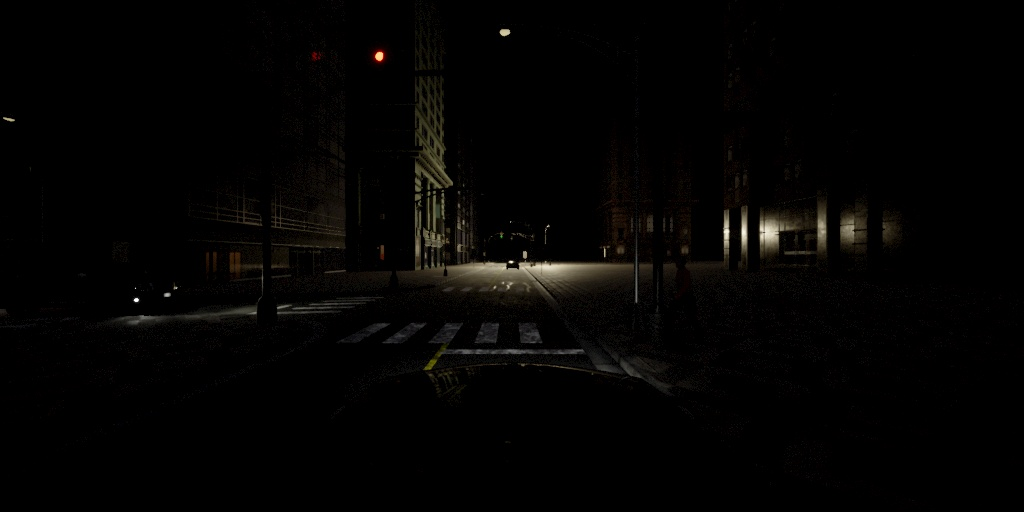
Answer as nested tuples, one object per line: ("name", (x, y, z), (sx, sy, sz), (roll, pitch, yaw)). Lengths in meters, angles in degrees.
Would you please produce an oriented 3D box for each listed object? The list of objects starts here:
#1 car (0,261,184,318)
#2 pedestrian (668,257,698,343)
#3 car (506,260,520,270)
("car", (-16.104, 1.192, 13.855), (5.566, 2.045, 2.150), (-1, 0, 0))
("pedestrian", (3.603, 0.891, 7.610), (0.375, 1.860, 0.375), (0, 0, 0))
("car", (0.111, 1.325, 53.476), (1.994, 1.385, 4.181), (0, 0, 0))
